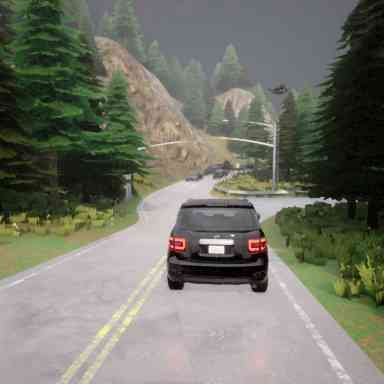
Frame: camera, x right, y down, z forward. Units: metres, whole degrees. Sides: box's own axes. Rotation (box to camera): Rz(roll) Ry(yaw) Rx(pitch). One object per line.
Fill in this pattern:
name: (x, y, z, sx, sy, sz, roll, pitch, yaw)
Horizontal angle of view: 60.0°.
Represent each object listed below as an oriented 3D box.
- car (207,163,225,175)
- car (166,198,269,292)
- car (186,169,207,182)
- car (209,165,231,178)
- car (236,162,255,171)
car: (4.462, -4.334, 63.769, 2.150, 2.045, 5.566, 3, 10, 36)
car: (0.707, 1.173, 8.984, 2.150, 2.045, 5.566, 0, 0, 5)
car: (0.439, -2.527, 55.236, 1.994, 1.385, 4.181, 2, 10, 19)
car: (5.326, -3.283, 58.578, 1.837, 1.490, 4.892, 1, 10, 26)
car: (11.500, -5.590, 70.918, 4.553, 1.767, 2.097, -9, 9, -36)
